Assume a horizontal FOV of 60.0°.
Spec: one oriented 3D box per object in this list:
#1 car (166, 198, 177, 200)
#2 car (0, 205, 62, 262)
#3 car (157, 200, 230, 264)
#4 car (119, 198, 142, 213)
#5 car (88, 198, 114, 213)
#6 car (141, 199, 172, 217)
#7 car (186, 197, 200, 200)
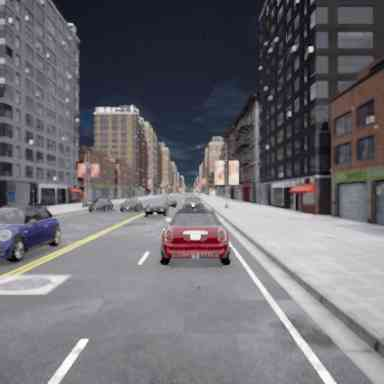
[{"bbox_3d":[-3.142,1.487,48.313,1.994,1.385,4.181,0,0,0],"label":"car"},{"bbox_3d":[-6.498,1.332,11.993,2.097,1.767,4.553,0,0,0],"label":"car"},{"bbox_3d":[0.101,1.331,11.880,2.097,1.767,4.553,0,0,0],"label":"car"},{"bbox_3d":[-6.562,1.448,36.193,1.837,1.490,4.892,0,-1,0],"label":"car"},{"bbox_3d":[-9.812,1.448,36.191,1.837,1.490,4.892,0,0,0],"label":"car"},{"bbox_3d":[-3.146,1.551,30.570,1.895,1.301,4.718,0,0,0],"label":"car"},{"bbox_3d":[0.102,1.296,33.431,2.097,1.767,4.553,0,0,0],"label":"car"}]
